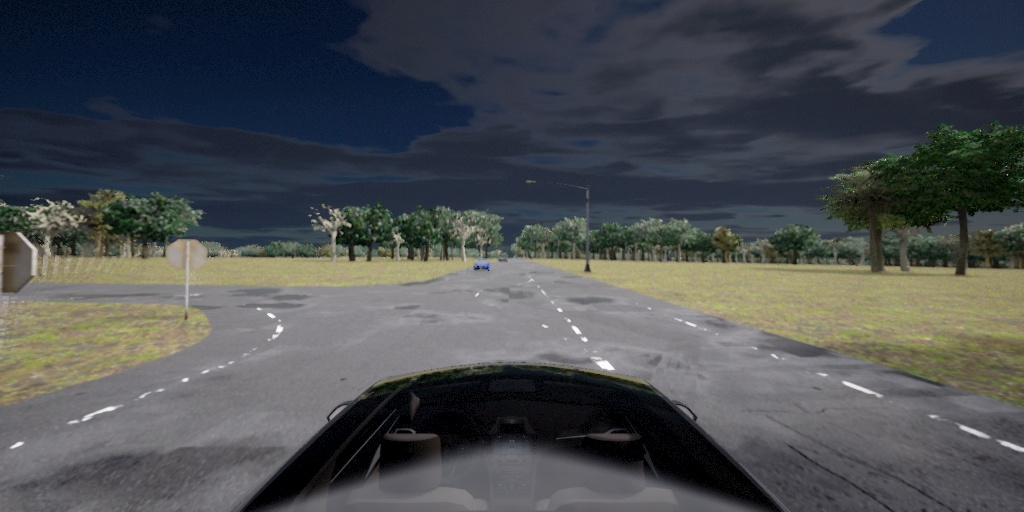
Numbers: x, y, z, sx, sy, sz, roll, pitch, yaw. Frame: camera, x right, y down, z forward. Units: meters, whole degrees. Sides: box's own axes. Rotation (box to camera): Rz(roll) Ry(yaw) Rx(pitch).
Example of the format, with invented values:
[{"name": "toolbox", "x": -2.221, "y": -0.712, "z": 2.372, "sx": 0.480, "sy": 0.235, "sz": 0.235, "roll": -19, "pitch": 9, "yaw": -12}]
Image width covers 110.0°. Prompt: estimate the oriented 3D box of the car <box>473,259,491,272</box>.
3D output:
[{"name": "car", "x": -3.662, "y": 1.134, "z": 44.170, "sx": 1.882, "sy": 1.535, "sz": 5.008, "roll": 0, "pitch": 0, "yaw": 0}]
